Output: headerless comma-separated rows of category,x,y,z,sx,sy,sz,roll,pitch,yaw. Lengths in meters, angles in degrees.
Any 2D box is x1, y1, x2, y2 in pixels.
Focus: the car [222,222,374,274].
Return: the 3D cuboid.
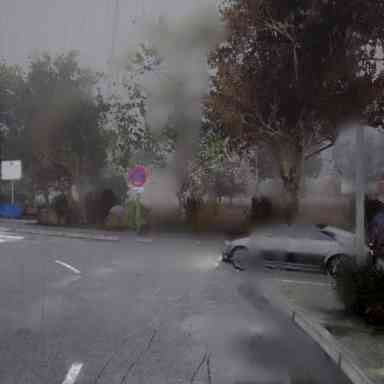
car,2.988,1.573,9.730,4.181,1.385,1.994,-1,0,31
